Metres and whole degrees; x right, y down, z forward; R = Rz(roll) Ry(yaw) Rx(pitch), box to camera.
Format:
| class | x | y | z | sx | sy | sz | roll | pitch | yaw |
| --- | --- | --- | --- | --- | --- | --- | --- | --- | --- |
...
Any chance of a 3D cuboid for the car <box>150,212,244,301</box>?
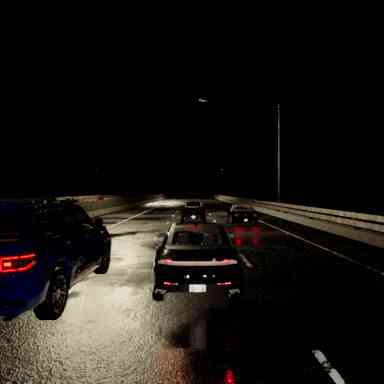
| class | x | y | z | sx | sy | sz | roll | pitch | yaw |
| --- | --- | --- | --- | --- | --- | --- | --- | --- | --- |
| car | 0.100 | 1.489 | 8.312 | 2.128 | 1.511 | 4.902 | 0 | 0 | 0 |

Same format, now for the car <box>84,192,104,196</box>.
| class | x | y | z | sx | sy | sz | roll | pitch | yaw |
| --- | --- | --- | --- | --- | --- | --- | --- | --- | --- |
| car | -14.002 | 0.822 | 47.507 | 2.150 | 2.045 | 5.566 | 0 | 0 | 0 |

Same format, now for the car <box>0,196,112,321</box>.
| class | x | y | z | sx | sy | sz | roll | pitch | yaw |
| --- | --- | --- | --- | --- | --- | --- | --- | --- | --- |
| car | -3.396 | 1.219 | 7.391 | 2.150 | 2.045 | 5.566 | 0 | 0 | 0 |

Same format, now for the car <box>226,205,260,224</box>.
| class | x | y | z | sx | sy | sz | roll | pitch | yaw |
| --- | --- | --- | --- | --- | --- | --- | --- | --- | --- |
| car | 3.598 | 1.593 | 24.485 | 1.895 | 1.301 | 4.718 | 0 | 0 | 0 |

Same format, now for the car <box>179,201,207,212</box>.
| class | x | y | z | sx | sy | sz | roll | pitch | yaw |
| --- | --- | --- | --- | --- | --- | --- | --- | --- | --- |
| car | 0.099 | 1.496 | 25.950 | 1.837 | 1.490 | 4.892 | 0 | 0 | 0 |

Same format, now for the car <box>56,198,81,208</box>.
| class | x | y | z | sx | sy | sz | roll | pitch | yaw |
| --- | --- | --- | --- | --- | --- | --- | --- | --- | --- |
| car | -17.505 | 1.548 | 47.265 | 1.994 | 1.385 | 4.181 | 0 | 0 | 0 |
